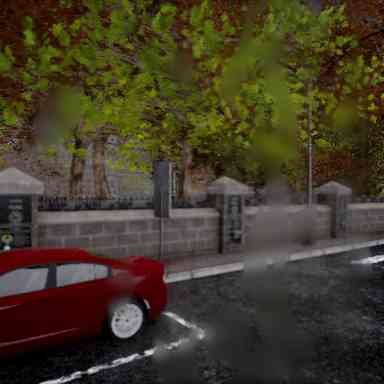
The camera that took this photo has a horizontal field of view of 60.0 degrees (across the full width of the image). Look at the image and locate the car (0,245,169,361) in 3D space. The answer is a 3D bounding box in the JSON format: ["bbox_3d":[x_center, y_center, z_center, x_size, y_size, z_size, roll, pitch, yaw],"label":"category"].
[{"bbox_3d":[-2.502,1.548,4.931,4.507,1.381,1.887,0,0,-36],"label":"car"}]
